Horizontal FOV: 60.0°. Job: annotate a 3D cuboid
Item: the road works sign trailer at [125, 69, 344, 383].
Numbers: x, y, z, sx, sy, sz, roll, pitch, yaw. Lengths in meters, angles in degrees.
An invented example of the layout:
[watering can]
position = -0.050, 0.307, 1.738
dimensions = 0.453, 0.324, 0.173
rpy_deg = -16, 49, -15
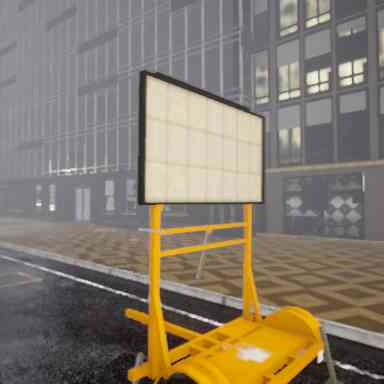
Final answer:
[road works sign trailer]
position = 0.088, 0.555, 4.245
dimensions = 2.880, 3.560, 2.380
rpy_deg = 0, -1, 41
